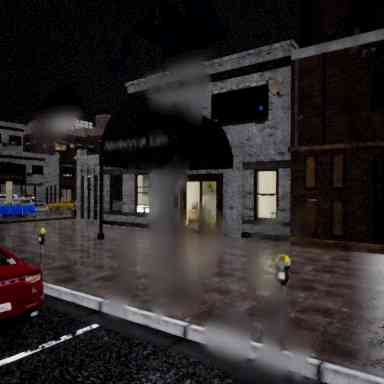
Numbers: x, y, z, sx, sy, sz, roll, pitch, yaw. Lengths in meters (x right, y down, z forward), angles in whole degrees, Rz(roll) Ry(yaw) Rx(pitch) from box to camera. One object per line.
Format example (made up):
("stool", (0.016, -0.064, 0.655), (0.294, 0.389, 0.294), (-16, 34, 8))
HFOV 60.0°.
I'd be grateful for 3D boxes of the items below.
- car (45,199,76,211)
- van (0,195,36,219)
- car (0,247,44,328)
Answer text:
("car", (-16.244, 1.569, 42.453), (1.752, 1.417, 4.829), (0, 0, 35))
("van", (-15.640, 1.413, 28.724), (1.690, 1.788, 3.998), (0, 0, 35))
("car", (-4.547, 1.544, 6.110), (4.507, 1.381, 1.887), (0, 0, 35))
